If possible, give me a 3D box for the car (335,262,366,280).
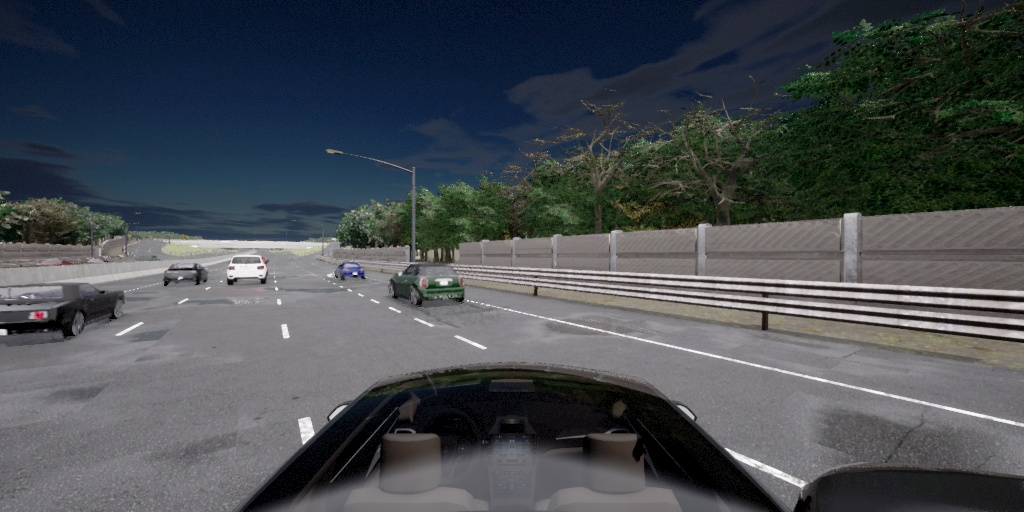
[{"bbox_3d":[-13.978,1.261,30.900,1.812,1.442,4.674,0,0,-34],"label":"car"}]

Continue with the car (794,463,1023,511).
[{"bbox_3d":[2.985,1.315,0.487,4.181,1.385,1.994,0,0,34],"label":"car"}]

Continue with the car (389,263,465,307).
[{"bbox_3d":[-3.876,1.099,15.896,2.097,1.767,4.553,0,0,-34],"label":"car"}]

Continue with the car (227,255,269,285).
[{"bbox_3d":[-19.278,0.956,26.233,2.150,2.045,5.566,0,0,-34],"label":"car"}]

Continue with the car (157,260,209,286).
[{"bbox_3d":[-22.779,1.224,25.168,2.128,1.511,4.902,0,0,-34],"label":"car"}]

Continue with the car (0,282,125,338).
[{"bbox_3d":[-12.198,1.347,9.456,1.895,1.301,4.718,0,0,-34],"label":"car"}]
